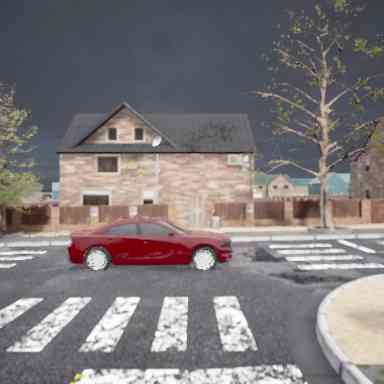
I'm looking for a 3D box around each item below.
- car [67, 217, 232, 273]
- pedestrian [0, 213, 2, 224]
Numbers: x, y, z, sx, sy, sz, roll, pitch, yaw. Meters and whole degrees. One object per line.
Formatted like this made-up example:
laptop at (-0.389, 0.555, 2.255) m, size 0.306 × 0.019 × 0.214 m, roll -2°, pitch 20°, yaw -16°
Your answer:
car at (-1.267, 1.537, 10.392) m, size 5.008 × 1.535 × 1.882 m, roll -1°, pitch 0°, yaw 0°
pedestrian at (-9.653, 1.389, 16.214) m, size 0.375 × 1.860 × 0.375 m, roll 0°, pitch 2°, yaw 0°
